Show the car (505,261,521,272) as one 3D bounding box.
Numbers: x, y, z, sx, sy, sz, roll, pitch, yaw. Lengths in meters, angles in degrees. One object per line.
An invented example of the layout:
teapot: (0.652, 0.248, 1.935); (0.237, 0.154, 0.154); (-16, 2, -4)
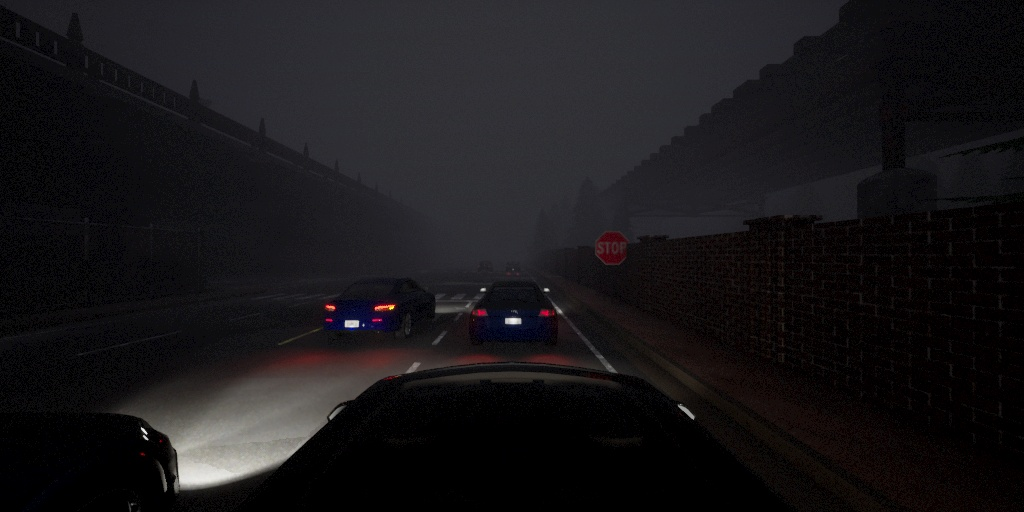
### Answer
car: (0.109, 1.351, 46.211); (1.895, 1.301, 4.718); (0, 0, -1)

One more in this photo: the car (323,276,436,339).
car: (-3.411, 1.276, 9.930); (1.812, 1.442, 4.674); (0, 0, 0)

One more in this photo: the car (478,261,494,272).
car: (-3.386, 1.297, 46.023); (2.033, 1.411, 5.357); (0, 0, -1)

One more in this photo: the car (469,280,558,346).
car: (0.070, 1.314, 9.407); (1.994, 1.385, 4.181); (0, 0, 1)

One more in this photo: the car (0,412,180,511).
car: (-3.399, 1.314, 0.835); (1.994, 1.385, 4.181); (0, 0, 0)
